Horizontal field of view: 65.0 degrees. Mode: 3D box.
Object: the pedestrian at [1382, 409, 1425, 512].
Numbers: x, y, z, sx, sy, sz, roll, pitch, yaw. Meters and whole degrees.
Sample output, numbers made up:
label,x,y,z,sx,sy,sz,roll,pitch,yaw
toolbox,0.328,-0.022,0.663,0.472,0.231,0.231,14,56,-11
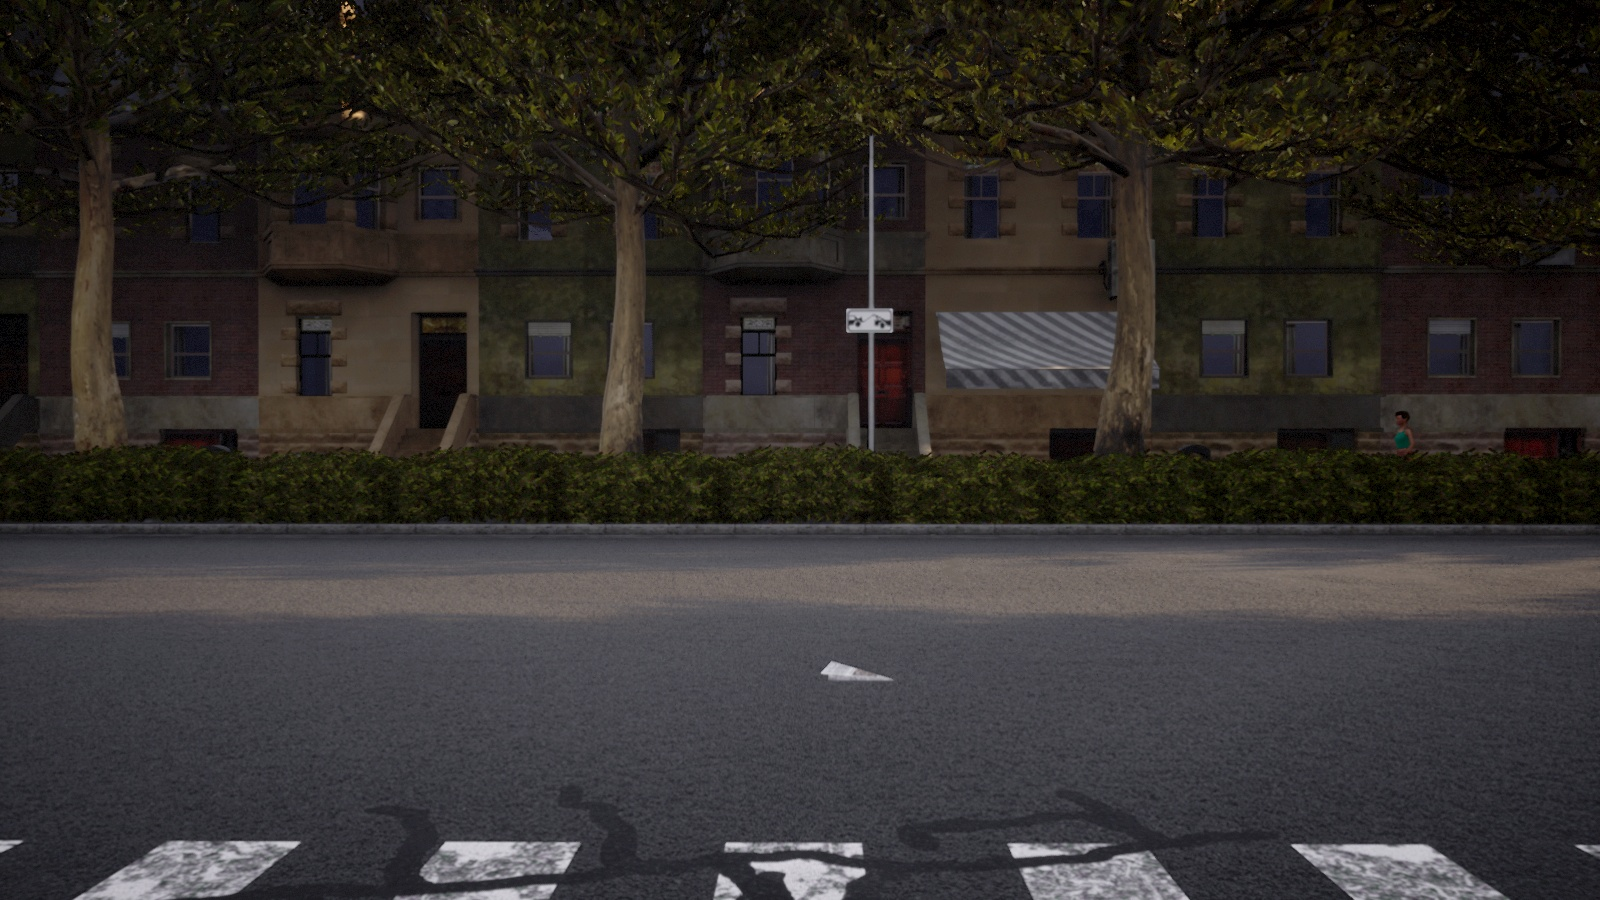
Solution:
label,x,y,z,sx,sy,sz,roll,pitch,yaw
pedestrian,10.858,0.189,22.597,0.594,1.836,0.345,0,1,3
